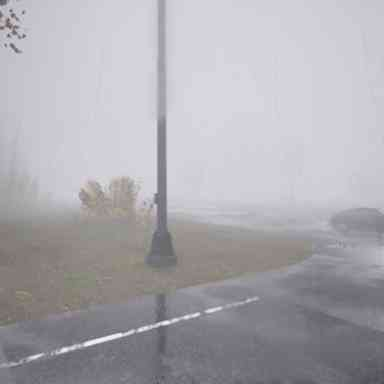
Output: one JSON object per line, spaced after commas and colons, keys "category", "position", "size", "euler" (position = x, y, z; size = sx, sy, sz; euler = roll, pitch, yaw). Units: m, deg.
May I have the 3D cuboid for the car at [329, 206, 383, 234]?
{"category": "car", "position": [9.267, 1.466, 16.771], "size": [1.812, 1.442, 4.674], "euler": [-1, 1, -35]}
